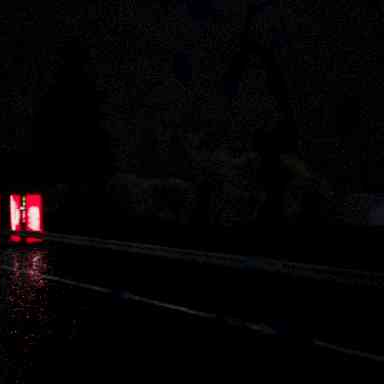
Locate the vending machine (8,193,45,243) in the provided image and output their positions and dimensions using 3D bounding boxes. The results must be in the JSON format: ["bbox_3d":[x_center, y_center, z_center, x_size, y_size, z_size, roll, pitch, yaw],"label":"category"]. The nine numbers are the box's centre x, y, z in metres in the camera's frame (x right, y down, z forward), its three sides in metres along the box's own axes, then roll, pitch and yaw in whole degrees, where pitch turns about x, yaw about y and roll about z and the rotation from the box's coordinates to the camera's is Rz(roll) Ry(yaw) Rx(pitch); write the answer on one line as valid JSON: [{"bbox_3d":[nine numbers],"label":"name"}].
[{"bbox_3d":[-7.228,1.081,14.543,0.880,2.100,1.100,0,1,31],"label":"vending machine"}]

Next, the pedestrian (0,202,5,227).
[{"bbox_3d":[-8.562,1.005,14.975,0.500,1.100,0.500,0,1,30],"label":"pedestrian"}]
